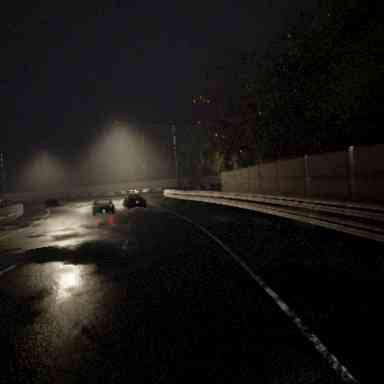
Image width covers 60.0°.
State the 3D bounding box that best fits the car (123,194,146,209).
[{"bbox_3d":[-6.165,0.986,35.425,1.994,1.385,4.181,-5,2,-19],"label":"car"}]

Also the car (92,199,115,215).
[{"bbox_3d":[-8.346,1.344,31.099,1.895,1.301,4.718,-5,2,-17],"label":"car"}]

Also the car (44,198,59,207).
[{"bbox_3d":[-23.684,1.734,55.968,1.812,1.442,4.674,-6,2,-33],"label":"car"}]
